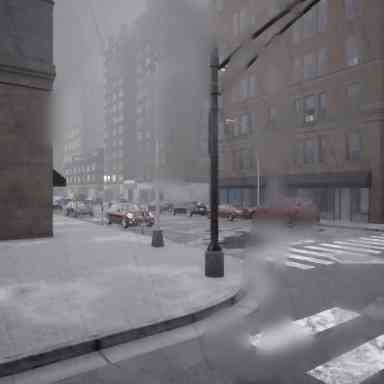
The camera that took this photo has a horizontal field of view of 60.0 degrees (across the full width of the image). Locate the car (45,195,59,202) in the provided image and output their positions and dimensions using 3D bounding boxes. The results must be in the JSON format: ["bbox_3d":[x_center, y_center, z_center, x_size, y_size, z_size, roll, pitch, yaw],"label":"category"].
[{"bbox_3d":[-32.127,1.471,76.374,2.008,1.369,4.403,0,0,-35],"label":"car"}]

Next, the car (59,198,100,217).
[{"bbox_3d":[-10.465,1.530,30.799,2.008,1.369,4.403,0,0,-35],"label":"car"}]

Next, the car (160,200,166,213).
[{"bbox_3d":[-3.507,1.529,35.726,2.008,1.369,4.403,0,0,-35],"label":"car"}]

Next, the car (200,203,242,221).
[{"bbox_3d":[2.853,1.571,26.693,1.802,1.307,4.206,0,0,-35],"label":"car"}]

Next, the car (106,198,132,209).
[{"bbox_3d":[-9.867,1.532,44.759,1.947,1.339,4.313,0,0,-35],"label":"car"}]

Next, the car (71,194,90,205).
[{"bbox_3d":[-20.017,1.298,59.616,2.097,1.767,4.553,0,0,-35],"label":"car"}]

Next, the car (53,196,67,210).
[{"bbox_3d":[-16.827,1.511,39.835,1.887,1.381,4.507,0,0,-35],"label":"car"}]

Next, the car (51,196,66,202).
[{"bbox_3d":[-28.947,1.478,71.857,2.008,1.369,4.403,0,0,-35],"label":"car"}]

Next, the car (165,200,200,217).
[{"bbox_3d":[-0.327,1.550,31.209,1.947,1.339,4.313,0,0,-35],"label":"car"}]

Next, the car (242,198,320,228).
[{"bbox_3d":[6.033,1.309,22.176,2.192,1.841,5.009,0,0,-35],"label":"car"}]

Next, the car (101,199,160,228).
[{"bbox_3d":[-4.103,1.430,21.763,1.967,1.590,4.097,0,0,-35],"label":"car"}]

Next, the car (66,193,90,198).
[{"bbox_3d":[-18.187,1.176,51.781,2.150,2.045,5.566,0,0,-35],"label":"car"}]

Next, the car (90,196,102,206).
[{"bbox_3d":[-15.977,1.457,53.936,1.837,1.490,4.892,0,0,-35],"label":"car"}]
